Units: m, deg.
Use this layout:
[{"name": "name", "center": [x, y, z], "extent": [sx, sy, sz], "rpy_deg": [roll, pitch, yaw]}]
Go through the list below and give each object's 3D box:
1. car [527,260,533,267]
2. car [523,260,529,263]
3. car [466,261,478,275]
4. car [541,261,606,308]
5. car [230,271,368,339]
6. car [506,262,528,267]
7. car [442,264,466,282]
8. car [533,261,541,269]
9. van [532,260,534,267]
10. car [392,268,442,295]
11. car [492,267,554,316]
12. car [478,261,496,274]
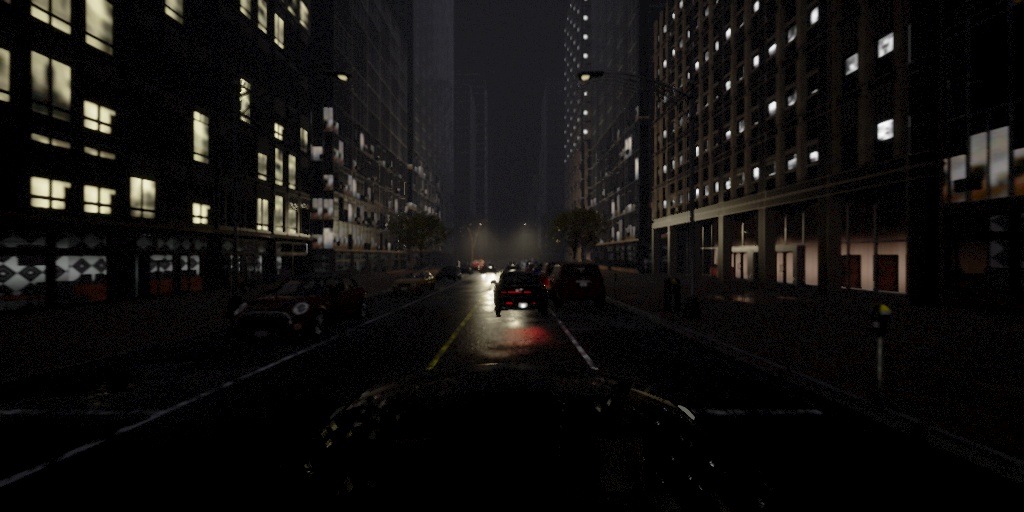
[{"name": "car", "center": [2.683, 1.453, 32.865], "extent": [1.967, 1.591, 4.097], "rpy_deg": [0, 0, 0]}, {"name": "car", "center": [2.680, 1.547, 44.232], "extent": [1.967, 1.591, 4.097], "rpy_deg": [0, 0, 0]}, {"name": "car", "center": [-5.701, 1.658, 44.230], "extent": [2.007, 1.370, 4.403], "rpy_deg": [0, 0, 0]}, {"name": "car", "center": [2.686, 1.184, 15.815], "extent": [2.192, 1.841, 5.009], "rpy_deg": [0, 0, 0]}, {"name": "car", "center": [-5.693, 1.261, 10.129], "extent": [1.967, 1.591, 4.097], "rpy_deg": [0, 0, 0]}, {"name": "car", "center": [0.089, 1.558, 32.558], "extent": [2.033, 1.411, 5.357], "rpy_deg": [0, 0, 0]}, {"name": "car", "center": [-5.698, 1.578, 32.863], "extent": [1.948, 1.339, 4.313], "rpy_deg": [0, 0, 0]}, {"name": "car", "center": [2.685, 1.232, 21.498], "extent": [2.192, 1.841, 5.009], "rpy_deg": [0, 0, 0]}, {"name": "van", "center": [2.684, 1.306, 27.181], "extent": [1.690, 1.789, 3.998], "rpy_deg": [0, 0, 0]}, {"name": "car", "center": [-5.695, 1.443, 21.326], "extent": [1.751, 1.417, 4.829], "rpy_deg": [0, 0, 0]}, {"name": "car", "center": [0.242, 1.361, 14.073], "extent": [1.837, 1.490, 4.892], "rpy_deg": [0, 0, -3]}, {"name": "car", "center": [-3.030, 1.698, 47.325], "extent": [1.994, 1.385, 4.181], "rpy_deg": [0, -1, 0]}]
